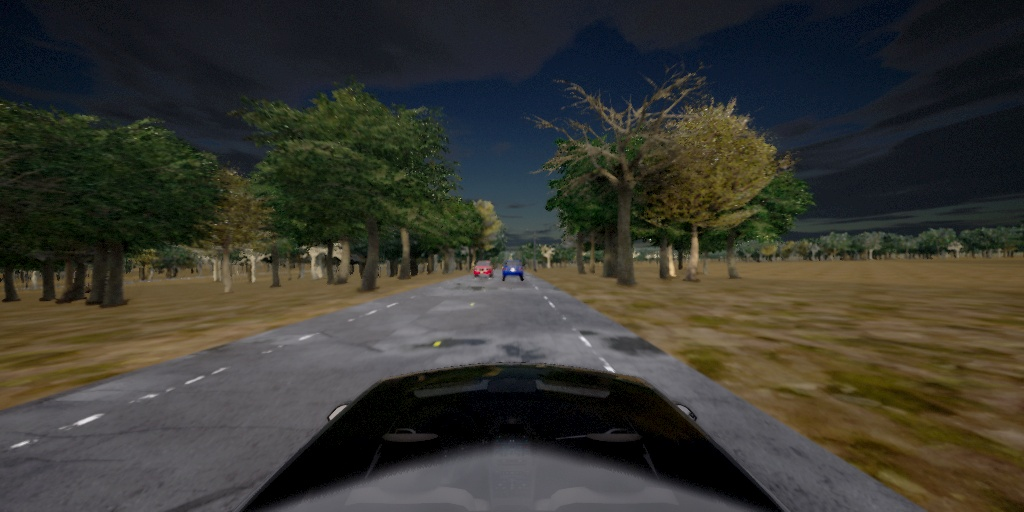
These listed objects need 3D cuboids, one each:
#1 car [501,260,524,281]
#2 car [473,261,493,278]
[{"bbox_3d":[0.087,1.468,37.264,2.150,2.045,5.566,0,-1,0],"label":"car"},{"bbox_3d":[-3.572,1.653,45.366,2.150,2.045,5.566,0,-1,0],"label":"car"}]
